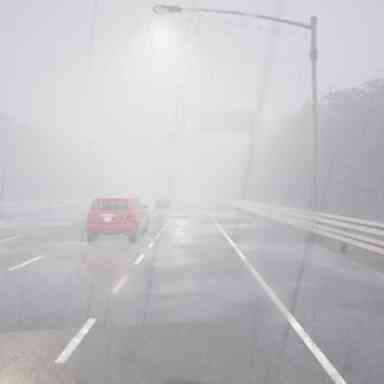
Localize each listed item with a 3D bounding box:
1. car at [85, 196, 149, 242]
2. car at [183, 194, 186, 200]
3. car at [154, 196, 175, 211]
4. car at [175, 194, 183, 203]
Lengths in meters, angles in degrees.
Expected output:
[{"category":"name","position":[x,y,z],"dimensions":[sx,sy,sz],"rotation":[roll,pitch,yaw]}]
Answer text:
[{"category":"car","position":[-3.489,1.218,16.406],"dimensions":[2.150,2.045,5.566],"rotation":[0,0,0]},{"category":"car","position":[-3.304,1.548,93.898],"dimensions":[1.895,1.301,4.718],"rotation":[0,0,0]},{"category":"car","position":[-3.436,1.456,40.643],"dimensions":[1.882,1.535,5.008],"rotation":[0,0,0]},{"category":"car","position":[-3.371,1.491,67.768],"dimensions":[1.812,1.442,4.674],"rotation":[0,0,0]}]
